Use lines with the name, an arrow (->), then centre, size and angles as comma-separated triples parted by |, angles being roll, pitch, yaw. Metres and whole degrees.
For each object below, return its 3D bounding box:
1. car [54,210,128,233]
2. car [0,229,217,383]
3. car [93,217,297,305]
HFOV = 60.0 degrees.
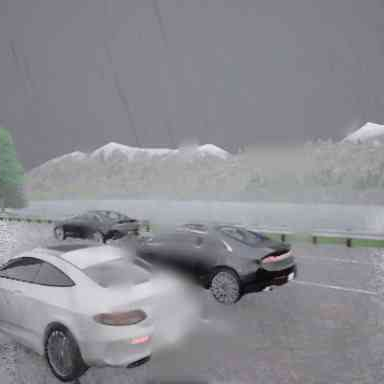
car -> -4.676, 1.631, 15.919 | 4.902, 1.511, 2.128 | -1, 0, 36
car -> -2.104, 1.576, 5.460 | 4.674, 1.442, 1.812 | 0, 0, 36
car -> 0.051, 1.542, 8.226 | 4.902, 1.511, 2.128 | -1, 0, 36
